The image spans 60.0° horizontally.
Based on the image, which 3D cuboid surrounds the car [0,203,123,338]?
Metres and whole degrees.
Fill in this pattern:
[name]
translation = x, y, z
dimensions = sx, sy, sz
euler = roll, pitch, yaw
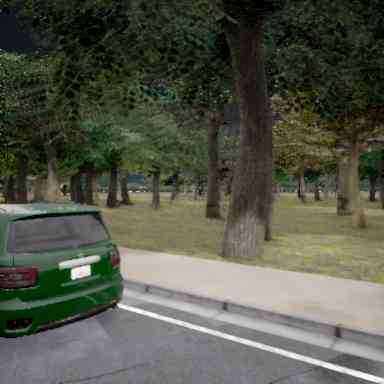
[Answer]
[car]
translation = -3.740, 1.222, 6.229
dimensions = 5.566, 2.045, 2.150
euler = 0, 0, 35
